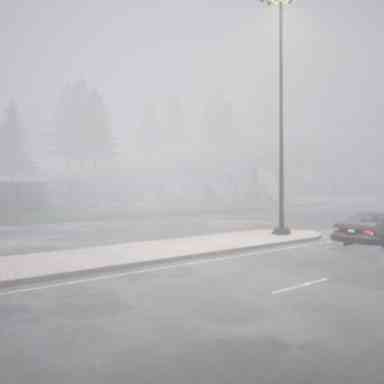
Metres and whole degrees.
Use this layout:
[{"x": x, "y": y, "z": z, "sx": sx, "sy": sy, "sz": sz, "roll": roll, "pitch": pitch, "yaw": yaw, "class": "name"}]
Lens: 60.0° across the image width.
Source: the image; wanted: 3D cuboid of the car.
[{"x": 7.893, "y": 1.465, "z": 13.669, "sx": 5.357, "sy": 1.411, "sz": 2.033, "roll": 0, "pitch": 0, "yaw": -35, "class": "car"}]
